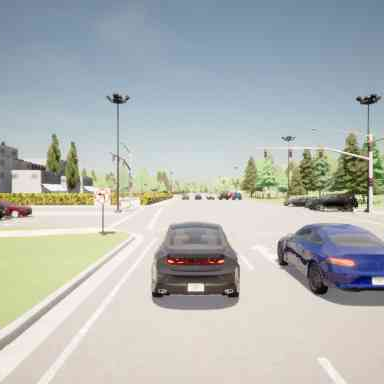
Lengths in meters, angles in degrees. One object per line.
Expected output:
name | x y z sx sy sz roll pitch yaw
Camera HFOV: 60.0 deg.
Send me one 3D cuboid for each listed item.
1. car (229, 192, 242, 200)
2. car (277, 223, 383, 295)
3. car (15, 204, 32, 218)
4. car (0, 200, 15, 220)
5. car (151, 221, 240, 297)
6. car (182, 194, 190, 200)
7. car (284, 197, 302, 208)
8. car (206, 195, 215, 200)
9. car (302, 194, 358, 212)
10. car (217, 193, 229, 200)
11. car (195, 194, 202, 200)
car | 12.239 1.218 90.923 2.150 2.045 5.566 0 0 0
car | 3.585 1.526 8.626 1.812 1.442 4.674 0 0 0
car | -16.779 1.478 29.408 5.008 1.535 1.882 0 0 -1
car | -17.354 1.221 25.900 5.566 2.045 2.150 0 0 -1
car | 0.080 1.505 8.538 1.837 1.490 4.892 0 0 0
car | -1.760 1.518 91.360 2.128 1.511 4.902 0 0 0
car | 15.409 1.505 46.314 4.892 1.490 1.837 0 2 19
car | 5.243 1.590 92.199 1.895 1.301 4.718 0 0 0
car | 15.964 1.224 38.020 5.566 2.045 2.150 0 0 -1
car | 8.740 1.218 91.353 2.150 2.045 5.566 0 0 0
car | 1.742 1.472 91.764 1.882 1.535 5.008 0 0 0
